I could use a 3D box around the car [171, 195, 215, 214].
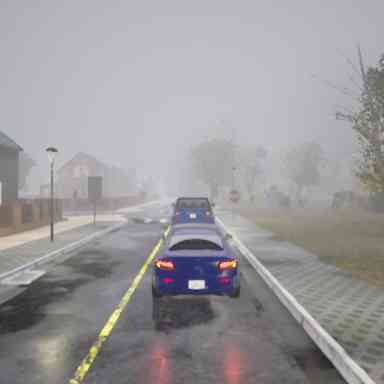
[{"bbox_3d":[0.052,1.183,17.894,2.150,2.045,5.566,0,0,0],"label":"car"}]

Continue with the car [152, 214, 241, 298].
[{"bbox_3d":[0.082,1.505,8.322,1.812,1.442,4.674,0,0,0],"label":"car"}]
